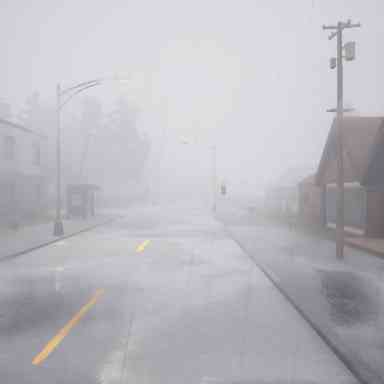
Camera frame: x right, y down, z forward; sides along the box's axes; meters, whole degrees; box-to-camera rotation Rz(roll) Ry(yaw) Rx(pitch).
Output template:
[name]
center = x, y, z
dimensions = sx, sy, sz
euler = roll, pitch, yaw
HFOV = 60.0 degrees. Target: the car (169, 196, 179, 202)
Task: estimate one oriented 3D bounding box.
[car]
center = -4.000, 1.686, 75.395
dimensions = 1.812, 1.442, 4.674
euler = 0, 0, 0
